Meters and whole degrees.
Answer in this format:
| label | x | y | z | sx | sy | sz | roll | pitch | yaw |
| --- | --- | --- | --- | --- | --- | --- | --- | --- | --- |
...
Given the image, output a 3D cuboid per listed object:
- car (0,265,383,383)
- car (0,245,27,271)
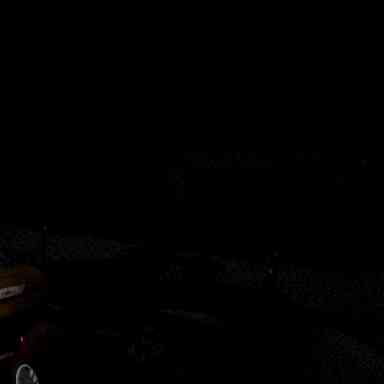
| label | x | y | z | sx | sy | sz | roll | pitch | yaw |
| --- | --- | --- | --- | --- | --- | --- | --- | --- | --- |
| car | 0.013 | 1.571 | 3.069 | 4.206 | 1.307 | 1.802 | 0 | 1 | 36 |
| car | -4.669 | 1.477 | 6.418 | 4.829 | 1.417 | 1.752 | 0 | 1 | 36 |
